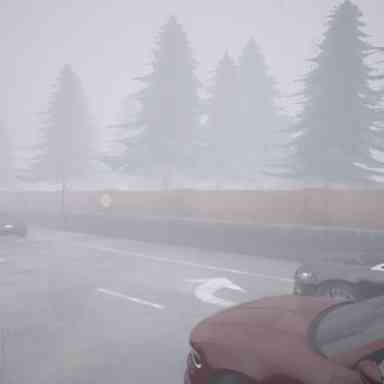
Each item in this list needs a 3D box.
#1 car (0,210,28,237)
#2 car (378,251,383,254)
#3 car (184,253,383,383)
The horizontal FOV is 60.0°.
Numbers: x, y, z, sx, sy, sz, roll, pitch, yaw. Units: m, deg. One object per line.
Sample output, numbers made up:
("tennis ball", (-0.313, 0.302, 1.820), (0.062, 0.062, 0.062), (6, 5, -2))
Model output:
("car", (-10.199, 1.601, 17.139), (4.181, 1.385, 1.994), (0, 0, 42))
("car", (4.173, 1.513, 5.399), (4.902, 1.511, 2.128), (0, 0, 35))
("car", (2.228, 1.488, 2.488), (5.008, 1.535, 1.882), (0, 0, 35))
